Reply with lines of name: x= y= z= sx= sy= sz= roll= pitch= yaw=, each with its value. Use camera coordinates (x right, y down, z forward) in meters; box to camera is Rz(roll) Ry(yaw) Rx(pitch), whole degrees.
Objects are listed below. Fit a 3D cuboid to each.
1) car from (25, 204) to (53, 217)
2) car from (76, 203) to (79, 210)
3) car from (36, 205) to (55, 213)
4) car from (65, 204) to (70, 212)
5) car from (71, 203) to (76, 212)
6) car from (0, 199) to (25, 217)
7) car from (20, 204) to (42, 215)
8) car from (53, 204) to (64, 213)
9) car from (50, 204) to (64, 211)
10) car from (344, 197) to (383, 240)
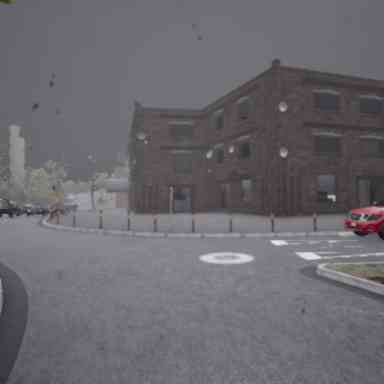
car: x=-18.447 y=2.246 z=40.025 sx=1.895 sy=1.301 sz=4.718 roll=-1 pitch=-2 yaw=-16
car: x=-25.366 y=3.118 z=71.144 sx=1.882 sy=1.535 sz=5.008 roll=-1 pitch=-2 yaw=-12
car: x=-26.363 y=3.009 z=59.998 sx=2.033 sy=1.411 sz=5.357 roll=-1 pitch=-2 yaw=-12
car: x=-22.052 y=2.758 z=55.235 sx=2.033 sy=1.411 sz=5.357 roll=-1 pitch=-2 yaw=-12
car: x=-23.437 y=2.956 z=61.886 sx=1.837 sy=1.490 sz=4.892 roll=-1 pitch=-2 yaw=-12
car: x=-21.375 y=1.886 z=38.315 sx=2.150 sy=2.045 sz=5.566 roll=-1 pitch=-2 yaw=-16
car: x=-24.370 y=2.621 z=50.586 sx=1.837 sy=1.490 sz=4.892 roll=-1 pitch=-2 yaw=-11
car: x=-20.925 y=2.561 z=49.823 sx=2.033 sy=1.411 sz=5.357 roll=-1 pitch=-2 yaw=-12
car: x=-28.466 y=3.257 z=70.099 sx=1.895 sy=1.301 sz=4.718 roll=-1 pitch=-2 yaw=-12
car: x=9.914 y=1.033 z=15.261 sx=5.566 sy=2.045 sz=2.150 roll=-1 pitch=0 yaw=-9
